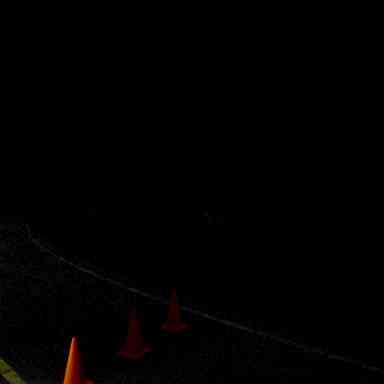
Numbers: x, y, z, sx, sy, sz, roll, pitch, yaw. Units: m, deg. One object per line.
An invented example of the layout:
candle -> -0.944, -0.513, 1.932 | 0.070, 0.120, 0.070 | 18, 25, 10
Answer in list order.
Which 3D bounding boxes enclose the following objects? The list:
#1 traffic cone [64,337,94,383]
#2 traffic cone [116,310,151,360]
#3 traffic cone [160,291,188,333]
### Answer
traffic cone -> -1.330, 1.945, 3.775 | 0.340, 0.580, 0.340 | 1, 1, 31
traffic cone -> -0.811, 1.939, 4.626 | 0.340, 0.580, 0.340 | 1, 1, 31
traffic cone -> -0.291, 1.932, 5.476 | 0.340, 0.580, 0.340 | 1, 1, 31
